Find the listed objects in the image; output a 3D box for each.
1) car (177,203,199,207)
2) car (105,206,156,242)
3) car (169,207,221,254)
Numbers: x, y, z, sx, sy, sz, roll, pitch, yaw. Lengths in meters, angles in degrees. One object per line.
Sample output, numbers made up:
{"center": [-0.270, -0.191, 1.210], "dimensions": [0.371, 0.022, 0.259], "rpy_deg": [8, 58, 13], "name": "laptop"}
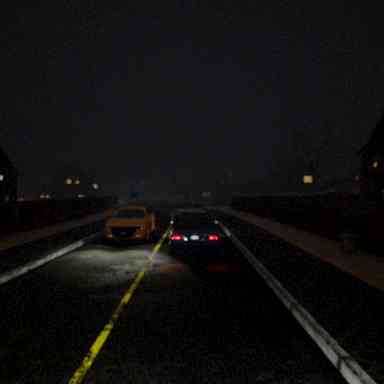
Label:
{"center": [-0.306, 1.560, 28.382], "dimensions": [1.895, 1.301, 4.718], "rpy_deg": [0, 0, -3], "name": "car"}
{"center": [-2.899, 1.448, 16.396], "dimensions": [1.882, 1.535, 5.008], "rpy_deg": [0, 0, -1], "name": "car"}
{"center": [0.086, 1.521, 13.243], "dimensions": [2.033, 1.411, 5.357], "rpy_deg": [0, 0, 0], "name": "car"}
